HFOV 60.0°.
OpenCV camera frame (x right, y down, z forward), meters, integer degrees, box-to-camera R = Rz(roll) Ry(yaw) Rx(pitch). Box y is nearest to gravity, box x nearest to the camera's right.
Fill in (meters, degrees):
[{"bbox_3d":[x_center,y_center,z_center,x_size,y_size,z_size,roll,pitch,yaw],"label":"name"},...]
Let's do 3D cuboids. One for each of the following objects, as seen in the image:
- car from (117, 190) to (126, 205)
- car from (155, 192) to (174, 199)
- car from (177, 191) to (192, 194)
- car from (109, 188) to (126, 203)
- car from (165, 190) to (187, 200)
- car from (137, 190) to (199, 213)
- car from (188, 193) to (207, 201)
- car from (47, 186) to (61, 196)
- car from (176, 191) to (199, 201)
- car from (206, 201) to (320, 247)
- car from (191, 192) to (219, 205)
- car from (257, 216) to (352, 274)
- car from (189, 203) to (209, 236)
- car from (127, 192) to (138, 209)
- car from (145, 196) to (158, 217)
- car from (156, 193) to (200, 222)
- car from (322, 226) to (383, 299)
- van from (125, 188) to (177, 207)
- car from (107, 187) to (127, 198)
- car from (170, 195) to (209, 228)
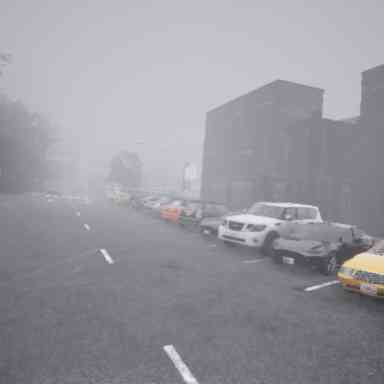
[{"bbox_3d":[-5.368,1.036,36.758,4.674,1.452,2.002,5,0,-42],"label":"car"},{"bbox_3d":[-6.823,0.863,81.610,2.163,1.488,4.792,4,-1,-43],"label":"car"},{"bbox_3d":[-2.782,0.901,64.830,2.435,2.045,5.566,4,1,-44],"label":"car"},{"bbox_3d":[-6.640,0.892,39.414,5.366,1.575,1.946,5,0,-42],"label":"car"},{"bbox_3d":[-4.041,0.787,82.827,2.435,2.045,5.566,4,-1,-44],"label":"car"},{"bbox_3d":[-1.946,1.137,28.427,4.553,1.767,2.185,5,0,-42],"label":"car"},{"bbox_3d":[1.481,1.321,85.265,2.185,1.767,4.553,5,-1,-44],"label":"car"},{"bbox_3d":[-22.036,-0.201,53.375,2.033,1.411,5.357,4,0,-18],"label":"car"},{"bbox_3d":[-1.228,0.994,84.016,2.435,2.045,5.566,5,-1,-44],"label":"car"},{"bbox_3d":[3.633,1.455,14.471,5.566,2.045,2.435,5,0,-42],"label":"car"},{"bbox_3d":[2.576,1.296,67.230,2.435,2.045,5.566,3,1,-44],"label":"car"},{"bbox_3d":[4.727,1.827,11.687,4.792,1.488,2.163,5,0,-42],"label":"car"},{"bbox_3d":[2.489,1.644,17.252,4.792,1.488,2.163,5,0,-42],"label":"car"},{"bbox_3d":[-3.120,1.171,31.194,5.008,1.535,2.097,5,-1,-42],"label":"car"},{"bbox_3d":[-0.862,1.388,25.627,4.674,1.452,2.002,5,0,-42],"label":"car"},{"bbox_3d":[0.247,1.309,22.826,4.553,1.767,2.185,5,-1,-42],"label":"car"},{"bbox_3d":[5.737,1.876,8.797,5.366,1.575,1.946,5,0,-42],"label":"car"},{"bbox_3d":[-4.138,0.866,34.059,4.442,1.987,1.878,5,-1,-42],"label":"van"},{"bbox_3d":[-8.739,0.481,45.127,5.566,2.045,2.435,5,-1,-42],"label":"car"},{"bbox_3d":[1.369,1.398,20.044,4.553,1.767,2.185,5,-1,-42],"label":"car"}]
